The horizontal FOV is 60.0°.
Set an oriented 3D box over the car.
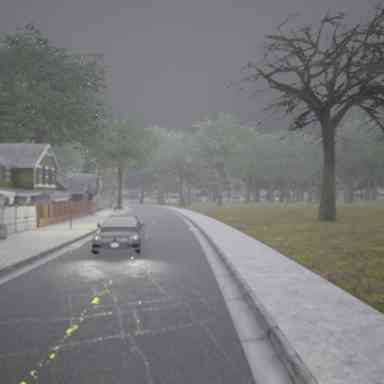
[{"bbox_3d":[-2.982,1.686,14.258,1.812,1.442,4.674,0,-1,-5],"label":"car"}]
